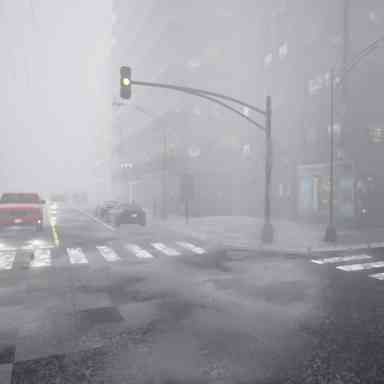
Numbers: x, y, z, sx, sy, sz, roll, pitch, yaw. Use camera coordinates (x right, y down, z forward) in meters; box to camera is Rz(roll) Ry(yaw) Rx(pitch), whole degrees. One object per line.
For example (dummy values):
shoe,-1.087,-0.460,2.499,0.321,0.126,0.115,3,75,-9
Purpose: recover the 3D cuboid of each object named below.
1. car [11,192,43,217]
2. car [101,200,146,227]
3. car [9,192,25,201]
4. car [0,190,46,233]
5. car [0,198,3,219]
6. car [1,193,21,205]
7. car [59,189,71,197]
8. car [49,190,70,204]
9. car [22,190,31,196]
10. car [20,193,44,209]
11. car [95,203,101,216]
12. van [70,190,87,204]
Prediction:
car,-13.195,0.960,26.872,2.097,1.767,4.553,1,1,-24
car,-4.136,1.354,20.800,1.947,1.339,4.313,1,0,-24
car,-27.802,0.727,52.951,1.947,1.339,4.313,1,0,-24
car,-9.312,0.966,18.125,2.150,2.045,5.566,1,1,-25
car,-14.079,1.183,22.475,1.887,1.381,4.507,1,0,-24
car,-23.228,0.886,42.792,1.947,1.339,4.313,1,0,-24
car,-29.287,0.229,76.672,2.192,1.841,5.009,1,0,-24
car,-18.546,0.827,46.226,1.882,1.535,5.008,1,1,-24
car,-41.525,0.269,83.427,1.802,1.307,4.206,1,0,-24
car,-17.268,0.956,36.083,2.128,1.511,4.902,1,1,-24
car,-6.423,1.290,25.880,1.802,1.307,4.206,1,0,-24
van,-15.566,0.731,46.197,1.690,1.788,3.998,1,0,-24
